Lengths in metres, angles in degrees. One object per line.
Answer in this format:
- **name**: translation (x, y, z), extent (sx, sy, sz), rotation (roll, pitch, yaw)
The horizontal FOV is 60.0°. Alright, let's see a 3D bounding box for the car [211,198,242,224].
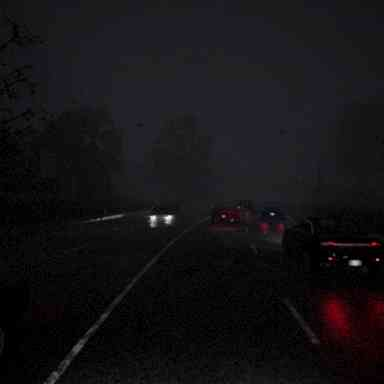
- **car**: translation (2.584, 1.506, 25.078), extent (1.882, 1.535, 5.008), rotation (0, 0, 10)

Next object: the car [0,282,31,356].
- **car**: translation (-3.472, 1.596, 2.893), extent (1.895, 1.301, 4.718), rotation (0, 0, 2)

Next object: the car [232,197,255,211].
- **car**: translation (6.854, 1.547, 42.412), extent (2.128, 1.511, 4.902), rotation (0, 0, 17)

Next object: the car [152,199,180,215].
- **car**: translation (-2.651, 1.494, 35.093), extent (1.882, 1.535, 5.008), rotation (0, 0, 14)

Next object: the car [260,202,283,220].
- **car**: translation (6.794, 1.571, 28.420), extent (1.812, 1.442, 4.674), rotation (0, 0, 12)

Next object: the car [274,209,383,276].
- **car**: translation (4.162, 1.511, 10.494), extent (2.128, 1.511, 4.902), rotation (0, 0, 5)
